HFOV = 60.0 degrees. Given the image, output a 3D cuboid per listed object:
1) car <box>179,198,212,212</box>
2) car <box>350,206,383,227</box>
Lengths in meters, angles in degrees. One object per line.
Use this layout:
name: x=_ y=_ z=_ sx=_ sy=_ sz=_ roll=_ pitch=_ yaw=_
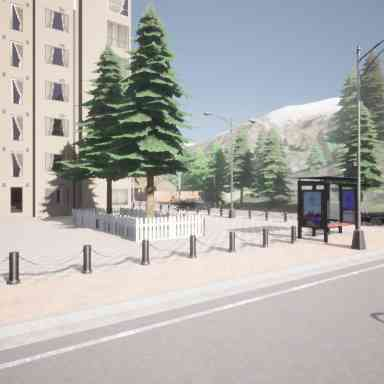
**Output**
car: x=0.378 y=1.493 z=39.510 sx=1.882 sy=1.535 sz=5.008 roll=0 pitch=0 yaw=-35
car: x=11.733 y=1.616 z=23.244 sx=1.895 sy=1.301 sz=4.718 roll=0 pitch=0 yaw=-35
